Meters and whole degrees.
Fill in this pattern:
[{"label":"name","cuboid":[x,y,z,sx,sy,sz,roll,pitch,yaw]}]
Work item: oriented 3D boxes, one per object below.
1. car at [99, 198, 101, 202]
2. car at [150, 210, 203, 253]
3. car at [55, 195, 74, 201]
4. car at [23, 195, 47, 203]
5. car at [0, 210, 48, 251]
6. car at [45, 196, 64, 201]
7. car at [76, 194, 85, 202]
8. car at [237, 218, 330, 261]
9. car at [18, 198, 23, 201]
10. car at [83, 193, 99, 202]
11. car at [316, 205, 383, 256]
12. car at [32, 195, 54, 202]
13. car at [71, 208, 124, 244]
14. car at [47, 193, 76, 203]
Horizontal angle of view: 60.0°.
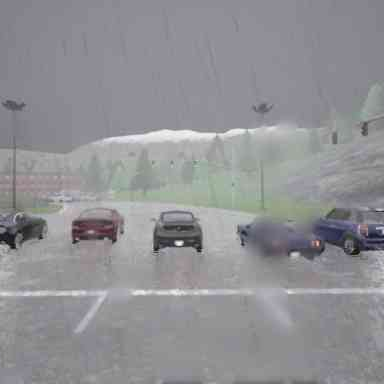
[{"label":"car","cuboid":[-24.614,1.686,82.407,4.181,1.385,1.994,0,0,32]},{"label":"car","cuboid":[-0.667,1.525,13.909,1.837,1.490,4.892,0,0,-5]},{"label":"car","cuboid":[-33.286,1.589,86.921,4.674,1.442,1.812,0,0,21]},{"label":"car","cuboid":[-33.523,1.646,71.454,4.674,1.442,1.812,0,0,28]},{"label":"car","cuboid":[-7.725,1.517,14.158,2.128,1.511,4.902,0,0,-6]},{"label":"car","cuboid":[-34.654,1.620,83.700,4.181,1.385,1.994,0,0,21]},{"label":"car","cuboid":[-27.183,1.678,75.721,4.181,1.385,1.994,0,0,32]},{"label":"car","cuboid":[2.989,1.617,12.354,1.895,1.301,4.718,0,0,-4]},{"label":"car","cuboid":[-37.778,1.618,77.409,5.357,1.411,2.033,0,0,18]},{"label":"car","cuboid":[-25.276,1.353,78.636,5.566,2.045,2.150,0,0,32]},{"label":"car","cuboid":[6.394,1.368,13.357,2.097,1.767,4.553,0,0,-5]},{"label":"car","cuboid":[-36.022,1.550,80.479,5.008,1.535,1.882,0,0,21]},{"label":"car","cuboid":[-4.421,1.504,16.191,1.882,1.535,5.008,0,0,-6]},{"label":"car","cuboid":[-28.454,1.346,72.343,5.566,2.045,2.150,0,0,35]}]
